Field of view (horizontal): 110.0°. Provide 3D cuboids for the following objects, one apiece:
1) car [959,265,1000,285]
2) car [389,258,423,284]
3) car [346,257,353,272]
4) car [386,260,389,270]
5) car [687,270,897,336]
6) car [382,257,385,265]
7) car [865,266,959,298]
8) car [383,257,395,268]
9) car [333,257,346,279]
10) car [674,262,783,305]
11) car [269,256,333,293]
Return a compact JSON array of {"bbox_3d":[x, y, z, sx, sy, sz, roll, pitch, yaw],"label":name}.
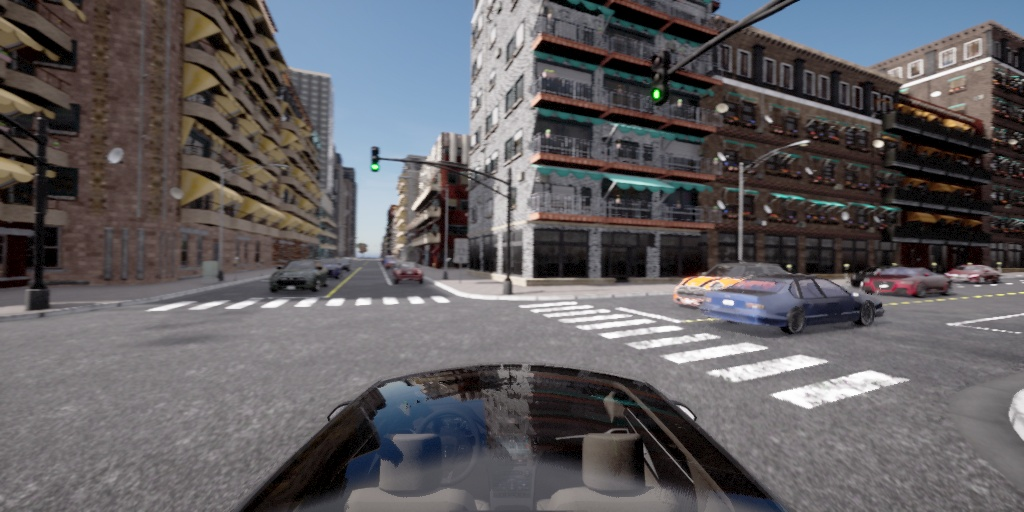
[{"bbox_3d":[33.296,1.304,25.926,4.207,1.307,1.802,0,0,-21],"label":"car"},{"bbox_3d":[-7.575,1.122,25.861,1.967,1.591,4.097,0,0,-21],"label":"car"},{"bbox_3d":[-19.507,1.021,41.044,1.837,1.490,4.892,1,0,-20],"label":"car"},{"bbox_3d":[-9.541,1.213,31.034,2.007,1.370,4.403,0,0,-21],"label":"car"},{"bbox_3d":[7.822,1.235,10.003,5.357,1.411,2.033,0,0,-21],"label":"car"},{"bbox_3d":[-17.405,1.166,51.727,1.802,1.307,4.207,0,0,-21],"label":"car"},{"bbox_3d":[19.663,1.268,17.894,4.181,1.385,1.994,0,0,-21],"label":"car"},{"bbox_3d":[-15.439,1.185,46.554,1.802,1.307,4.207,0,0,-21],"label":"car"},{"bbox_3d":[-14.909,0.916,28.909,2.097,1.767,4.553,1,0,-21],"label":"car"},{"bbox_3d":[8.457,1.045,13.610,4.553,1.767,2.097,0,0,-20],"label":"car"},{"bbox_3d":[-11.406,0.951,19.496,2.097,1.767,4.553,1,0,-19],"label":"car"}]
